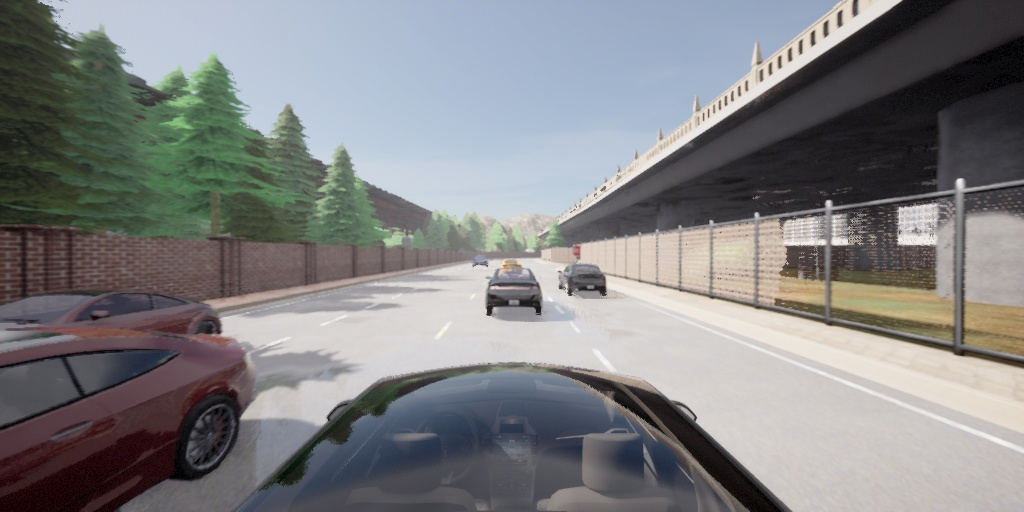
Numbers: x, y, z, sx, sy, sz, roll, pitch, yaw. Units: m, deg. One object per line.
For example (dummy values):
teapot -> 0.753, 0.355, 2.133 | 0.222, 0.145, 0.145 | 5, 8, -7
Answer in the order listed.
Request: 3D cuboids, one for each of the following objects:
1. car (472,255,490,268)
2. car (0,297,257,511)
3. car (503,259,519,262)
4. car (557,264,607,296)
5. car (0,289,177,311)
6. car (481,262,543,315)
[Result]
car -> -3.706, 0.565, 43.031 | 1.882, 1.535, 5.008 | 0, 0, 0
car -> -3.608, 1.264, 1.962 | 1.812, 1.442, 4.674 | 0, 0, 0
car -> -0.065, 0.995, 32.949 | 1.882, 1.535, 5.008 | 0, 0, 0
car -> 3.520, 1.139, 18.530 | 1.837, 1.490, 4.892 | 0, 0, 0
car -> -7.115, 1.264, 5.840 | 1.994, 1.385, 4.181 | 0, 0, 0
car -> 0.049, 1.157, 13.102 | 2.128, 1.511, 4.902 | 0, 0, 0
